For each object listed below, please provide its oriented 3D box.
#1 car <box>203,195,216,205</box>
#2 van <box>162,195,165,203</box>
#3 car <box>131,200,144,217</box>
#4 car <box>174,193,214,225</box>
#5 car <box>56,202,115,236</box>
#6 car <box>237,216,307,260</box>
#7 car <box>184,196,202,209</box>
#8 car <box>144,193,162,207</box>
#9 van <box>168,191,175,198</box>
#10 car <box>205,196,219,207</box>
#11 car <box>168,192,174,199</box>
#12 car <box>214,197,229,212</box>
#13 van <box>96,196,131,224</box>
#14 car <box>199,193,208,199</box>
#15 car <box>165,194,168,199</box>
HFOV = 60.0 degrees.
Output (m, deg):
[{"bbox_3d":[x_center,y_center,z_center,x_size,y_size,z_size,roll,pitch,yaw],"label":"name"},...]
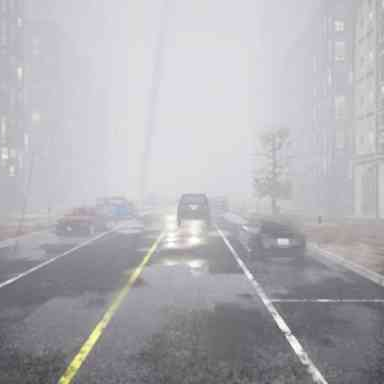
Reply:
[{"bbox_3d":[2.725,1.210,51.935,1.752,1.417,4.829,0,0,0],"label":"car"},{"bbox_3d":[-5.654,1.026,51.783,1.690,1.788,3.998,0,0,0],"label":"van"},{"bbox_3d":[-5.669,1.409,29.017,1.802,1.307,4.206,0,0,0],"label":"car"},{"bbox_3d":[0.114,1.086,22.837,2.150,2.045,5.566,0,0,0],"label":"car"},{"bbox_3d":[-5.676,1.441,17.632,1.887,1.381,4.507,0,0,0],"label":"car"},{"bbox_3d":[2.701,1.496,11.922,1.947,1.339,4.313,0,0,0],"label":"car"},{"bbox_3d":[0.125,1.244,41.295,2.128,1.511,4.902,0,0,0],"label":"car"},{"bbox_3d":[-5.658,1.162,46.091,1.967,1.590,4.097,0,0,0],"label":"car"},{"bbox_3d":[-5.630,0.770,91.627,1.690,1.788,3.998,0,0,0],"label":"van"},{"bbox_3d":[2.722,1.304,46.073,1.802,1.307,4.206,0,0,0],"label":"car"},{"bbox_3d":[-5.638,1.029,80.074,1.752,1.417,4.829,0,0,0],"label":"car"},{"bbox_3d":[2.716,1.233,34.688,1.967,1.590,4.097,0,0,0],"label":"car"},{"bbox_3d":[-5.672,1.203,23.323,1.690,1.788,3.998,0,0,0],"label":"van"},{"bbox_3d":[2.743,0.944,80.223,1.967,1.590,4.097,0,0,0],"label":"car"},{"bbox_3d":[-5.652,1.215,57.477,1.947,1.339,4.313,0,0,0],"label":"car"}]
